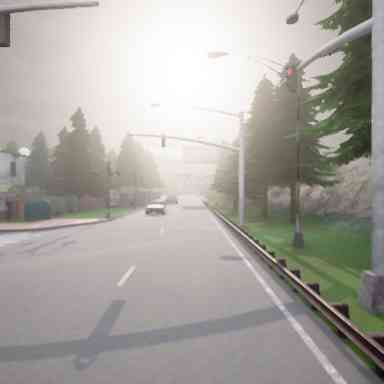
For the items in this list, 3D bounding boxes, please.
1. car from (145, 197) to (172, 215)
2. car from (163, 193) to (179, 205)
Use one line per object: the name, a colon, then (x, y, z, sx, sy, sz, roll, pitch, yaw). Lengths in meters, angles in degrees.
car: (-3.503, 1.520, 33.309, 2.033, 1.411, 5.357, 0, 0, 0)
car: (-3.504, 1.259, 59.328, 2.097, 1.767, 4.553, 0, 0, 0)
